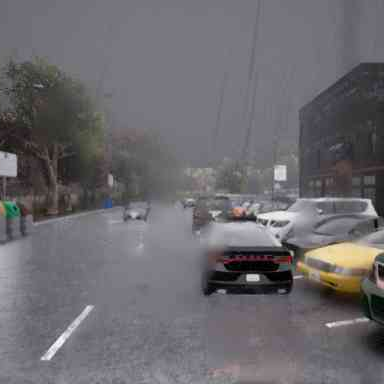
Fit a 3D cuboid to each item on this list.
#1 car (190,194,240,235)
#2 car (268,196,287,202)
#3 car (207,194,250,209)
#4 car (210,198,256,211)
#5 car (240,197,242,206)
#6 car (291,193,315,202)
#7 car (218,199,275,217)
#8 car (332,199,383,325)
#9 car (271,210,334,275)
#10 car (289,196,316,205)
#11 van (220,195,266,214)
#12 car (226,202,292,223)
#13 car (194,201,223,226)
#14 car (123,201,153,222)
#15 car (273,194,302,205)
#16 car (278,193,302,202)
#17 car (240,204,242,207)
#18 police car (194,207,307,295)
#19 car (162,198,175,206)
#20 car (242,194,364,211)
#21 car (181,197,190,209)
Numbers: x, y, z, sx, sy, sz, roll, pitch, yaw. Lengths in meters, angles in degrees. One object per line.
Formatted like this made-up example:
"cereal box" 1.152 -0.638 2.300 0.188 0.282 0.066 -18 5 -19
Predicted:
"car" 1.119 1.236 18.813 2.150 2.045 5.566 0 0 0
"car" 20.593 1.681 80.285 2.163 1.488 4.792 0 -1 -22
"car" 5.187 1.307 47.159 5.566 2.045 2.435 1 0 -20
"car" 5.027 1.539 41.065 5.366 1.575 1.946 1 0 -20
"car" 5.248 1.372 20.100 4.553 1.767 2.185 1 0 -20
"car" 26.676 1.403 80.434 2.435 2.045 5.566 1 -1 -22
"car" 5.238 1.523 32.122 5.008 1.535 2.097 1 0 -20
"car" 5.299 1.234 5.070 5.566 2.045 2.435 1 0 -20
"car" 5.269 1.517 11.085 4.792 1.488 2.163 1 0 -20
"car" 20.991 1.636 63.342 2.163 1.488 4.792 0 1 -22
"van" 5.344 1.306 35.168 4.442 1.987 1.878 1 0 -20
"car" 5.266 1.550 26.110 4.674 1.452 2.002 1 0 -20
"car" 1.101 1.500 24.783 1.882 1.535 5.008 0 0 0
"car" -4.228 1.517 26.607 2.128 1.511 4.902 0 0 0
"car" 18.077 1.354 63.213 2.435 2.045 5.566 0 1 -22
"car" 23.616 1.402 80.383 2.435 2.045 5.566 0 -1 -22
"car" 5.261 1.524 17.086 4.792 1.488 2.163 1 0 -20
"police car" 1.145 1.426 8.892 1.930 1.638 5.238 0 0 0
"car" -4.109 1.702 58.779 1.895 1.301 4.718 0 0 3
"car" 5.269 1.239 14.087 5.566 2.045 2.435 1 0 -20
"car" -0.203 1.597 46.323 1.812 1.442 4.674 0 0 0
